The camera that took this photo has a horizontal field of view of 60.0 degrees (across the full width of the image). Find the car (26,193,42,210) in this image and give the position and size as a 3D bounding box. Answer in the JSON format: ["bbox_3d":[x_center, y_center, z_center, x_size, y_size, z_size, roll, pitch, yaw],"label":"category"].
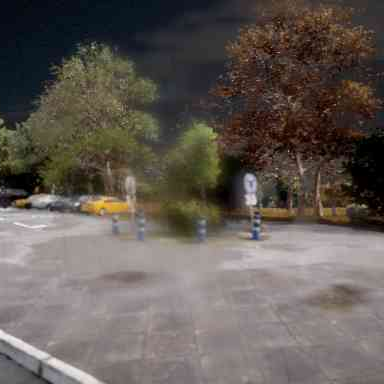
[{"bbox_3d":[-13.903,1.057,33.944,2.002,1.452,4.674,2,1,36],"label":"car"}]

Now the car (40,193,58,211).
[{"bbox_3d":[-11.677,1.118,32.296,2.163,1.488,4.792,2,1,36],"label":"car"}]

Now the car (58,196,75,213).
[{"bbox_3d":[-9.498,1.030,30.790,2.185,1.767,4.553,2,1,36],"label":"car"}]

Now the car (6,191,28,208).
[{"bbox_3d":[-16.251,0.944,35.422,1.946,1.575,5.366,2,1,36],"label":"car"}]

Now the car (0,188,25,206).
[{"bbox_3d":[-20.603,0.554,38.843,2.435,2.045,5.566,2,1,36],"label":"car"}]

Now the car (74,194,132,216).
[{"bbox_3d":[-7.279,1.226,29.136,2.097,1.535,5.008,2,1,36],"label":"car"}]
